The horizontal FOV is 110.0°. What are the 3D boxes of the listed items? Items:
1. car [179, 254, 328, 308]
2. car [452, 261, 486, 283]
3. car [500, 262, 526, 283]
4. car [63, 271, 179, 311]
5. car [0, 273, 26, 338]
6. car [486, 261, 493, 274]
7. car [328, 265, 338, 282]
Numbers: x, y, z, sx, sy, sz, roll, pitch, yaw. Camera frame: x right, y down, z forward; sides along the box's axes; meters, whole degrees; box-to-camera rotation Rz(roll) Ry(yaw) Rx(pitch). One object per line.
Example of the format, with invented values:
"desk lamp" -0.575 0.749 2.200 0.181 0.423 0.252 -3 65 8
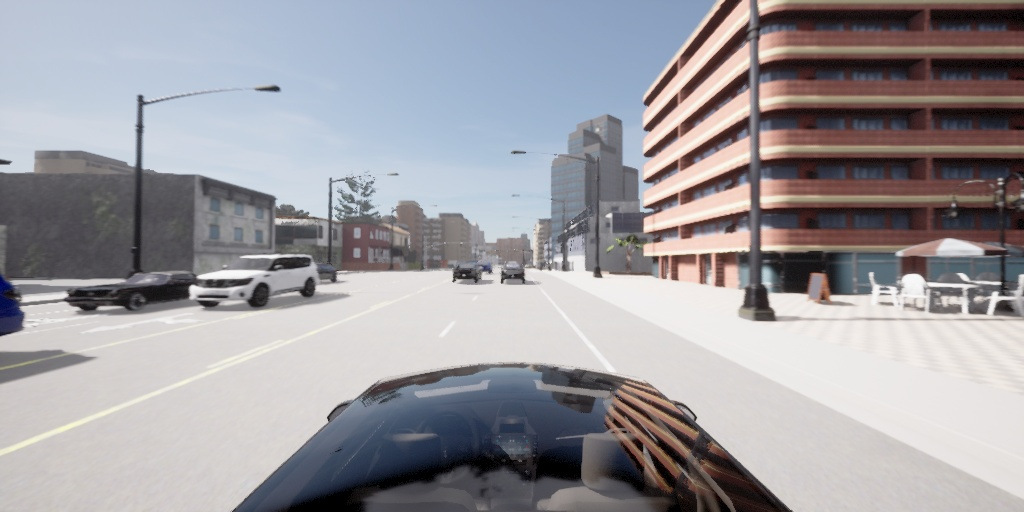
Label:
"car" -10.582 0.932 15.437 2.150 2.045 5.566 0 0 0
"car" -3.412 1.216 28.112 1.882 1.535 5.008 0 0 0
"car" 0.088 1.246 27.675 2.128 1.511 4.902 0 0 0
"car" -14.084 1.301 14.190 1.895 1.301 4.718 0 0 0
"car" -10.594 0.936 4.596 2.150 2.045 5.566 0 0 0
"car" -3.394 1.354 44.195 1.882 1.535 5.008 0 -1 0
"car" -14.027 1.223 25.328 1.812 1.442 4.674 0 0 0
